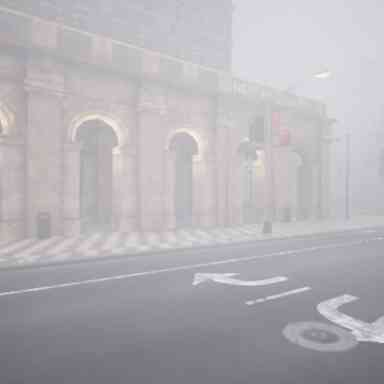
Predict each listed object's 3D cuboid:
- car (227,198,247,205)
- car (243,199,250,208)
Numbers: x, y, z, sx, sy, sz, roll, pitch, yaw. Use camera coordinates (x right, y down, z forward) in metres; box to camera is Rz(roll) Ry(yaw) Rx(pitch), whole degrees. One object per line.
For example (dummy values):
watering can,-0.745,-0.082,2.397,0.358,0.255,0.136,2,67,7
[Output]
car,10.223,2.046,75.790,1.837,1.490,4.892,1,0,-36
car,9.265,1.994,51.929,1.895,1.301,4.718,1,0,-36
